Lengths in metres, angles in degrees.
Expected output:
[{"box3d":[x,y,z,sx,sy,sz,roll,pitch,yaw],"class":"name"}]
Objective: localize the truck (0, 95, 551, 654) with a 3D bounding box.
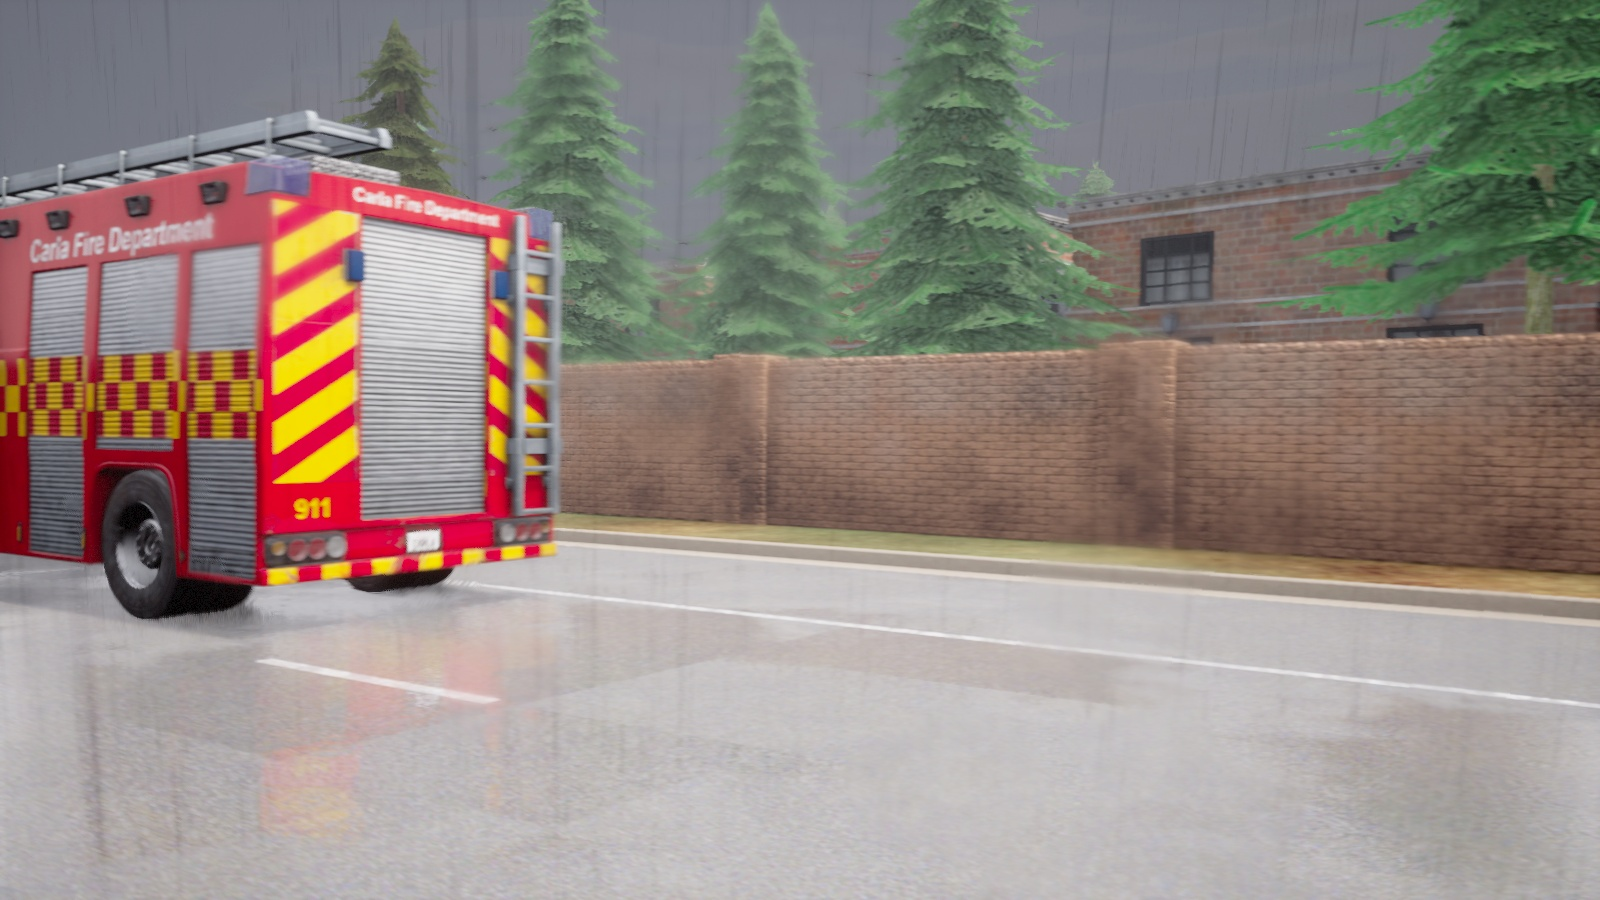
[{"box3d":[-6.526,-0.540,12.169,8.468,3.827,2.891,0,1,34],"class":"truck"}]
